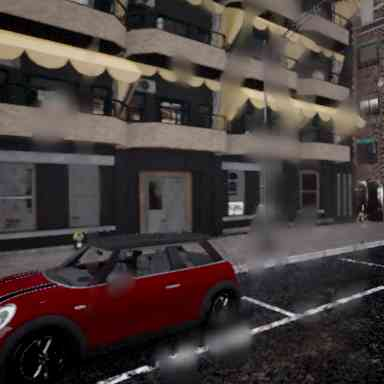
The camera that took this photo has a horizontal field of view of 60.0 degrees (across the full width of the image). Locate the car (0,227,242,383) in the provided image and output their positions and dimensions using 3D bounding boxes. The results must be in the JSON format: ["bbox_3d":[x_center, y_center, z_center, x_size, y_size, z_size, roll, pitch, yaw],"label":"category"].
[{"bbox_3d":[-1.213,1.441,5.246,4.097,1.590,1.967,0,-1,-35],"label":"car"}]
